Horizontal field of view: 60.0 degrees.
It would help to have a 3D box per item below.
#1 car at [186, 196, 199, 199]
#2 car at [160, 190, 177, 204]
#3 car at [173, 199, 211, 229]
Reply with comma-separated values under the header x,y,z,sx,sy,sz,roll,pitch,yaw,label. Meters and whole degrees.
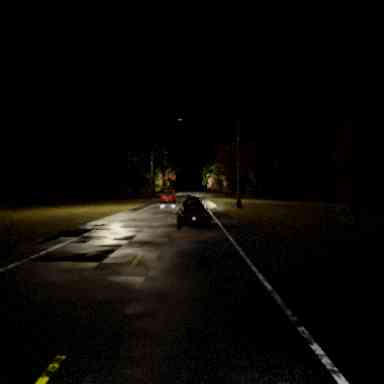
x,y,z,sx,sy,sz,roll,pitch,yaw,label
0.060,1.179,34.581,1.837,1.490,4.892,0,1,0,car
-3.539,0.740,50.684,2.150,2.045,5.566,0,1,1,car
0.105,1.374,19.940,1.994,1.385,4.181,0,1,0,car
